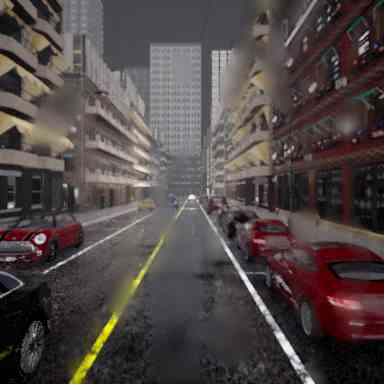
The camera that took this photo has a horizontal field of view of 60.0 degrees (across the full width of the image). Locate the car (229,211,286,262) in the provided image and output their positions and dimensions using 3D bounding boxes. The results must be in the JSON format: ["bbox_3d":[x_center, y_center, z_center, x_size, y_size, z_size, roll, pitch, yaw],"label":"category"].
[{"bbox_3d":[2.557,1.583,11.809,1.802,1.307,4.206,-1,0,0],"label":"car"}]

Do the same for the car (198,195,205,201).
[{"bbox_3d":[2.560,1.517,89.665,1.752,1.417,4.829,-1,0,0],"label":"car"}]

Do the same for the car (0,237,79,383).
[{"bbox_3d":[-2.851,1.492,2.703,2.128,1.511,4.902,0,0,0],"label":"car"}]

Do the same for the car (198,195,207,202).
[{"bbox_3d":[2.558,1.435,78.397,1.967,1.590,4.097,-1,0,0],"label":"car"}]

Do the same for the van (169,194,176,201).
[{"bbox_3d":[-5.322,1.333,89.476,1.690,1.788,3.998,-1,0,0],"label":"van"}]

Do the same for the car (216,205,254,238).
[{"bbox_3d":[2.557,1.567,17.358,1.947,1.339,4.313,-1,0,0],"label":"car"}]

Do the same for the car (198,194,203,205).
[{"bbox_3d":[2.229,1.524,60.443,1.812,1.442,4.674,0,0,0],"label":"car"}]

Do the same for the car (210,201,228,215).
[{"bbox_3d":[2.557,1.552,22.906,2.008,1.369,4.403,-1,0,0],"label":"car"}]

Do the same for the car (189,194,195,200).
[{"bbox_3d":[0.005,1.392,94.611,1.812,1.442,4.674,0,0,0],"label":"car"}]

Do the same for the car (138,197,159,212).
[{"bbox_3d":[-5.323,1.526,39.363,1.752,1.417,4.829,-1,0,0],"label":"car"}]

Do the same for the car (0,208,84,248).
[{"bbox_3d":[-5.325,1.441,11.788,1.967,1.590,4.097,-1,0,0],"label":"car"}]

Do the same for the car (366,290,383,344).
[{"bbox_3d":[2.556,1.551,0.710,2.008,1.369,4.403,-1,0,0],"label":"car"}]

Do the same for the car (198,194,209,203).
[{"bbox_3d":[2.557,1.311,72.848,2.192,1.841,5.009,-1,0,0],"label":"car"}]

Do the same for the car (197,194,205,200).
[{"bbox_3d":[2.559,1.431,95.044,1.967,1.590,4.097,-1,0,0],"label":"car"}]

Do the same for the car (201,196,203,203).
[{"bbox_3d":[2.558,1.525,45.273,1.752,1.417,4.829,-1,0,0],"label":"car"}]

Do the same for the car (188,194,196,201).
[{"bbox_3d":[0.003,1.373,78.648,1.812,1.442,4.674,0,0,0],"label":"car"}]

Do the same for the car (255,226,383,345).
[{"bbox_3d":[2.557,1.583,6.260,1.802,1.307,4.206,-1,0,0],"label":"car"}]

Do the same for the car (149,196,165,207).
[{"bbox_3d":[-5.323,1.440,50.631,1.967,1.590,4.097,-1,0,0],"label":"car"}]

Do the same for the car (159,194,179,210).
[{"bbox_3d":[-2.833,1.351,43.827,2.097,1.767,4.553,0,0,0],"label":"car"}]

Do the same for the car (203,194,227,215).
[{"bbox_3d":[2.555,1.315,34.005,2.192,1.841,5.009,-1,0,0],"label":"car"}]
